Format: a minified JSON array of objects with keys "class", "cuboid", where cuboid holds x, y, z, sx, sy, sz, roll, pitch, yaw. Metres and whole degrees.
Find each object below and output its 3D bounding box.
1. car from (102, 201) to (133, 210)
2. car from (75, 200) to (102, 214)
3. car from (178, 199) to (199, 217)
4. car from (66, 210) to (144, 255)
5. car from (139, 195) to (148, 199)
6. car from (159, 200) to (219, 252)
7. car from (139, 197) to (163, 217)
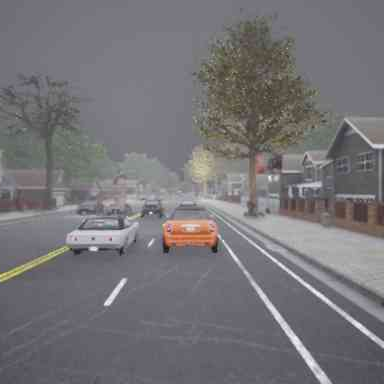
[{"class":"car","cuboid":[-7.027,1.596,32.449,1.994,1.385,4.181,0,0,-1]},{"class":"car","cuboid":[-10.305,1.582,34.382,2.033,1.411,5.357,0,0,-1]},{"class":"car","cuboid":[-0.339,1.514,32.434,1.882,1.535,5.008,0,0,0]},{"class":"car","cuboid":[-3.319,1.612,13.356,1.895,1.301,4.718,0,0,-1]},{"class":"car","cuboid":[-10.777,1.430,75.711,2.033,1.411,5.357,0,0,-1]},{"class":"car","cuboid":[-0.082,1.366,14.168,2.097,1.767,4.553,0,0,-1]},{"class":"car","cuboid":[-3.563,1.536,30.955,1.837,1.490,4.892,0,0,-1]}]
